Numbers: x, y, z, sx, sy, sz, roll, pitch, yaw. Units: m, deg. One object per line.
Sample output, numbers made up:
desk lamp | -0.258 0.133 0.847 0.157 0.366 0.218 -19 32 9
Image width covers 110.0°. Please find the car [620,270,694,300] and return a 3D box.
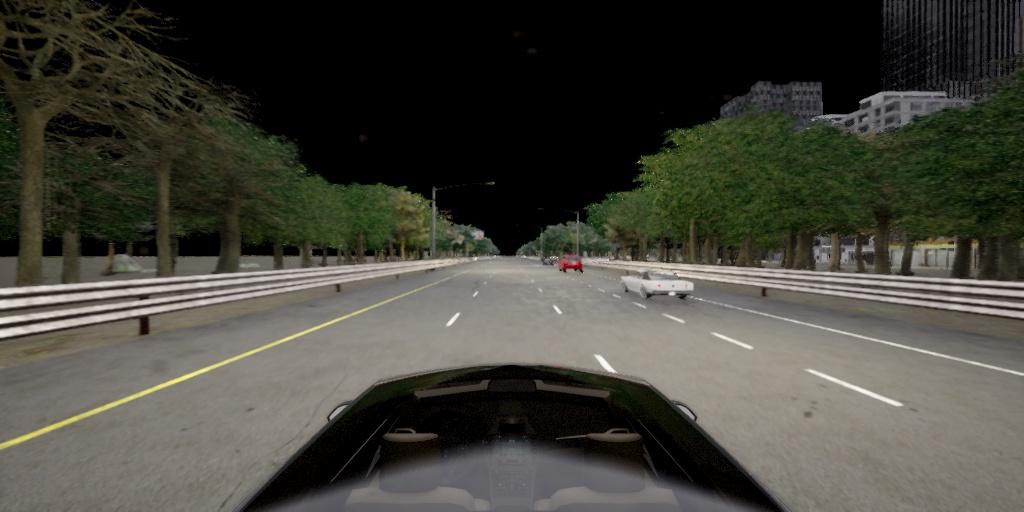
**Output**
car | 6.893 1.337 17.681 1.895 1.301 4.718 0 0 0

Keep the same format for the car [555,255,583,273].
car | 6.746 0.895 41.670 2.150 2.045 5.566 0 0 0
